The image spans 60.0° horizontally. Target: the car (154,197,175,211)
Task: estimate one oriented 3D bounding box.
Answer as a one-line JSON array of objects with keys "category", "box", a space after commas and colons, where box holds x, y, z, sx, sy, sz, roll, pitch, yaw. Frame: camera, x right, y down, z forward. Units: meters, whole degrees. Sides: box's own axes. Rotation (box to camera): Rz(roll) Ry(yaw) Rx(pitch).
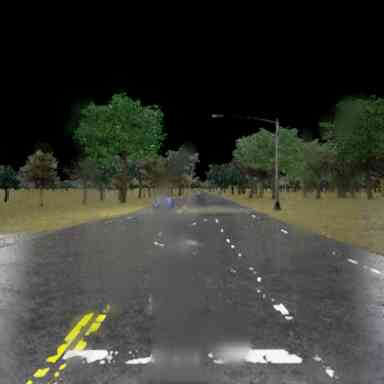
[{"category": "car", "box": [-3.038, 1.315, 37.435, 1.882, 1.535, 5.008, 0, 1, 2]}]
